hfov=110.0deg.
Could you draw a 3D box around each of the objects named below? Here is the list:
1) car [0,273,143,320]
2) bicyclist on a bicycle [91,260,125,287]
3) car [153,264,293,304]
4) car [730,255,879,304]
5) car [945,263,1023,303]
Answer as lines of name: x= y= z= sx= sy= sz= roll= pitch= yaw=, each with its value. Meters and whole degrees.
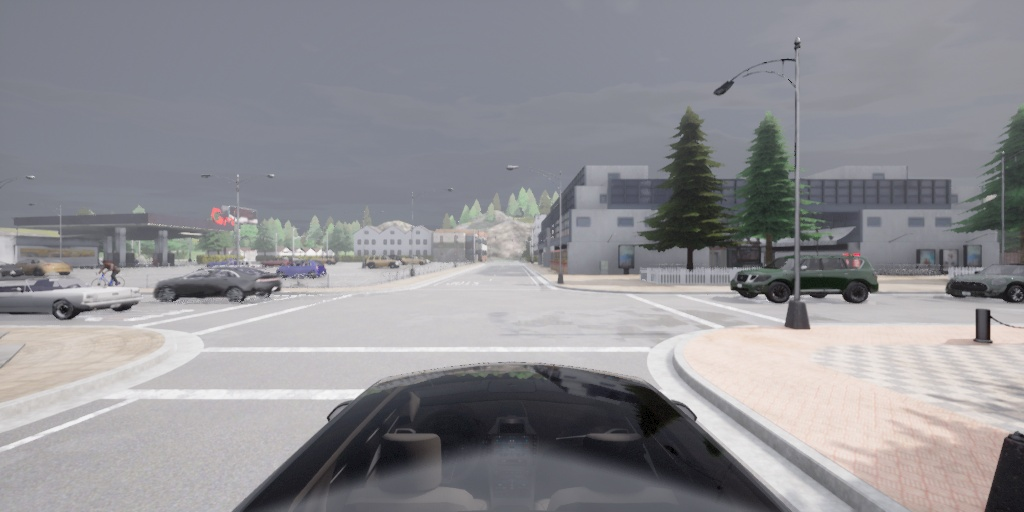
car: x=-15.529 y=1.358 z=12.039 sx=4.718 sy=1.301 sz=1.895 roll=0 pitch=0 yaw=0
bicyclist on a bicycle: x=-21.891 y=1.051 z=19.459 sx=0.582 sy=1.620 sz=1.656 roll=0 pitch=0 yaw=-1
car: x=-12.875 y=1.245 z=15.791 sx=4.902 sy=1.511 sz=2.128 roll=0 pitch=0 yaw=1
car: x=12.932 y=0.975 z=16.024 sx=5.566 sy=2.045 sz=2.150 roll=0 pitch=0 yaw=0
car: x=22.627 y=1.105 z=16.104 sx=4.553 sy=1.767 sz=2.097 roll=0 pitch=0 yaw=0
